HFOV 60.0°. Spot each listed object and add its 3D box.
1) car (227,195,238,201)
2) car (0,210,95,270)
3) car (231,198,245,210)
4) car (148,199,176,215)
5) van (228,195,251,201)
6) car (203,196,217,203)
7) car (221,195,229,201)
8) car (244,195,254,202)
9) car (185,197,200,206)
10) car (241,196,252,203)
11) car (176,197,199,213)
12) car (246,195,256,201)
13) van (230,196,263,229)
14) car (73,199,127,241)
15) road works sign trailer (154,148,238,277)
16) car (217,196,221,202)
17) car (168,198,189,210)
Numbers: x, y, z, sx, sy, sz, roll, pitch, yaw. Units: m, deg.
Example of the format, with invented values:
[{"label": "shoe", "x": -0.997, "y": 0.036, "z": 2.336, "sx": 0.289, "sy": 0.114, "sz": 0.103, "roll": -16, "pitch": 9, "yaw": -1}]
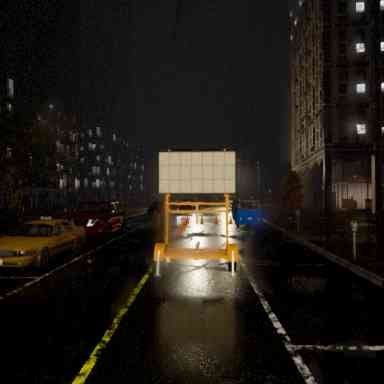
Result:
[{"label": "car", "x": 10.821, "y": 1.630, "z": 89.396, "sx": 2.033, "sy": 1.411, "sz": 5.357, "roll": 0, "pitch": 0, "yaw": 17}, {"label": "car", "x": -5.052, "y": 1.533, "z": 11.220, "sx": 1.752, "sy": 1.417, "sz": 4.829, "roll": 1, "pitch": 0, "yaw": 2}, {"label": "car", "x": 6.273, "y": 1.532, "z": 45.122, "sx": 1.752, "sy": 1.417, "sz": 4.829, "roll": 1, "pitch": 0, "yaw": 9}, {"label": "car", "x": -3.287, "y": 1.590, "z": 34.167, "sx": 1.947, "sy": 1.339, "sz": 4.313, "roll": 1, "pitch": 0, "yaw": 6}, {"label": "van", "x": 4.070, "y": 1.346, "z": 27.387, "sx": 1.690, "sy": 1.788, "sz": 3.998, "roll": 1, "pitch": 0, "yaw": 6}, {"label": "car", "x": 3.690, "y": 1.621, "z": 73.107, "sx": 1.947, "sy": 1.339, "sz": 4.313, "roll": 1, "pitch": 0, "yaw": 14}, {"label": "car", "x": 8.035, "y": 1.624, "z": 88.976, "sx": 2.008, "sy": 1.369, "sz": 4.403, "roll": 1, "pitch": 0, "yaw": 17}, {"label": "car", "x": 13.462, "y": 1.462, "z": 78.836, "sx": 1.967, "sy": 1.590, "sz": 4.097, "roll": 1, "pitch": 0, "yaw": 16}, {"label": "car", "x": 0.119, "y": 1.620, "z": 56.654, "sx": 1.802, "sy": 1.307, "sz": 4.206, "roll": 1, "pitch": 0, "yaw": 11}, {"label": "car", "x": 12.011, "y": 1.584, "z": 73.337, "sx": 1.947, "sy": 1.339, "sz": 4.313, "roll": 1, "pitch": 0, "yaw": 14}, {"label": "car", "x": -0.455, "y": 1.372, "z": 36.811, "sx": 2.097, "sy": 1.767, "sz": 4.553, "roll": 0, "pitch": 0, "yaw": 7}, {"label": "car", "x": 14.997, "y": 1.570, "z": 84.266, "sx": 1.887, "sy": 1.381, "sz": 4.507, "roll": 1, "pitch": 0, "yaw": 17}, {"label": "van", "x": 3.573, "y": 1.345, "z": 21.545, "sx": 1.690, "sy": 1.788, "sz": 3.998, "roll": 1, "pitch": 0, "yaw": 4}, {"label": "car", "x": -4.762, "y": 1.327, "z": 17.049, "sx": 2.192, "sy": 1.841, "sz": 5.009, "roll": 1, "pitch": 0, "yaw": 3}, {"label": "road works sign trailer", "x": 0.162, "y": 0.468, "z": 10.247, "sx": 2.380, "sy": 3.560, "sz": 2.880, "roll": 0, "pitch": 0, "yaw": 3}, {"label": "car", "x": 5.007, "y": 1.587, "z": 78.270, "sx": 1.752, "sy": 1.417, "sz": 4.829, "roll": 1, "pitch": 0, "yaw": 15}, {"label": "car", "x": -1.785, "y": 1.597, "z": 45.469, "sx": 1.947, "sy": 1.339, "sz": 4.313, "roll": 1, "pitch": 0, "yaw": 9}]
